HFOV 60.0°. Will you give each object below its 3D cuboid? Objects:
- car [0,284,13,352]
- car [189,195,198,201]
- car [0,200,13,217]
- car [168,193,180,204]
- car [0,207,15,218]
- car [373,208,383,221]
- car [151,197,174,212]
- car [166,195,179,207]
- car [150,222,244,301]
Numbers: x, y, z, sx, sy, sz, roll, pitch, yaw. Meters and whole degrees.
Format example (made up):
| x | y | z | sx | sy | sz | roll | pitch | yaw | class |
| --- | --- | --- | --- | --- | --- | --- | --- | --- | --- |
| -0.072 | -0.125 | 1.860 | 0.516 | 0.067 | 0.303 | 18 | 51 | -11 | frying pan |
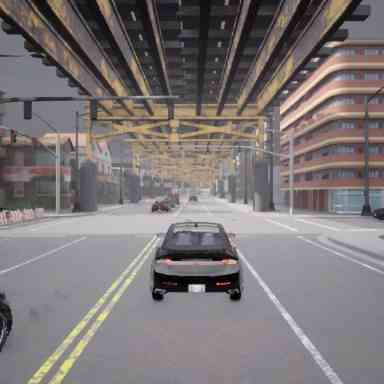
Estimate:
| x | y | z | sx | sy | sz | roll | pitch | yaw | class |
| --- | --- | --- | --- | --- | --- | --- | --- | --- | --- |
| -3.582 | 1.564 | 3.093 | 1.994 | 1.385 | 4.181 | 0 | 0 | 0 | car |
| 0.290 | 1.387 | 76.955 | 1.812 | 1.442 | 4.674 | 0 | 1 | 0 | car |
| -16.715 | 1.295 | 25.986 | 4.536 | 1.218 | 1.853 | 0 | 0 | -20 | car |
| -3.354 | 1.204 | 59.031 | 2.150 | 2.045 | 5.566 | 0 | 0 | 1 | car |
| -16.666 | 1.453 | 26.004 | 4.974 | 1.542 | 2.038 | 0 | 0 | -20 | car |
| 16.460 | 1.478 | 25.313 | 5.008 | 1.535 | 1.882 | 0 | 0 | 0 | car |
| -3.466 | 1.601 | 37.972 | 1.895 | 1.301 | 4.718 | 0 | 0 | 1 | car |
| -3.415 | 1.547 | 48.339 | 2.033 | 1.411 | 5.357 | 0 | 0 | 0 | car |
| 0.103 | 1.492 | 8.318 | 2.128 | 1.511 | 4.902 | 0 | 0 | 0 | car |
